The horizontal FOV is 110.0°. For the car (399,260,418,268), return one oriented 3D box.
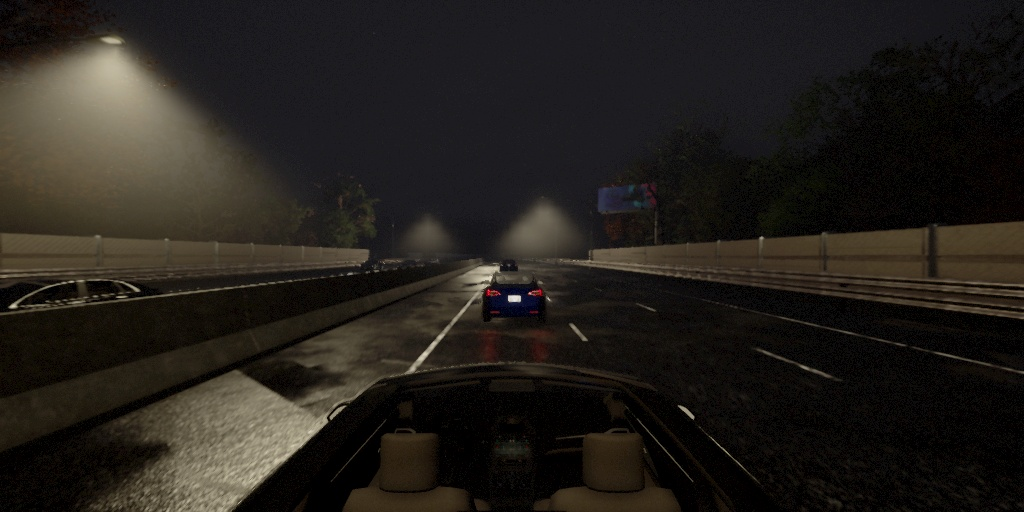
[{"bbox_3d":[-14.793,1.268,51.745,1.812,1.442,4.674,0,0,-1],"label":"car"}]

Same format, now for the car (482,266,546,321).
[{"bbox_3d":[0.056,1.253,12.503,2.163,1.488,4.792,0,0,0],"label":"car"}]

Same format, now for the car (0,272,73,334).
[{"bbox_3d":[-14.121,1.244,8.227,2.128,1.511,4.902,0,0,0],"label":"car"}]

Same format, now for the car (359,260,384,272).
[{"bbox_3d":[-18.175,1.250,46.630,1.837,1.490,4.892,0,1,-1],"label":"car"}]

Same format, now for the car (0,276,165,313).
[{"bbox_3d":[-10.620,1.257,8.042,1.837,1.490,4.892,0,0,0],"label":"car"}]

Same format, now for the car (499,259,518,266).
[{"bbox_3d":[-0.384,1.096,42.267,2.097,1.767,4.553,0,0,-1],"label":"car"}]

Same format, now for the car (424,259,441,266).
[{"bbox_3d":[-11.275,1.235,51.047,2.128,1.511,4.902,0,0,-1],"label":"car"}]
